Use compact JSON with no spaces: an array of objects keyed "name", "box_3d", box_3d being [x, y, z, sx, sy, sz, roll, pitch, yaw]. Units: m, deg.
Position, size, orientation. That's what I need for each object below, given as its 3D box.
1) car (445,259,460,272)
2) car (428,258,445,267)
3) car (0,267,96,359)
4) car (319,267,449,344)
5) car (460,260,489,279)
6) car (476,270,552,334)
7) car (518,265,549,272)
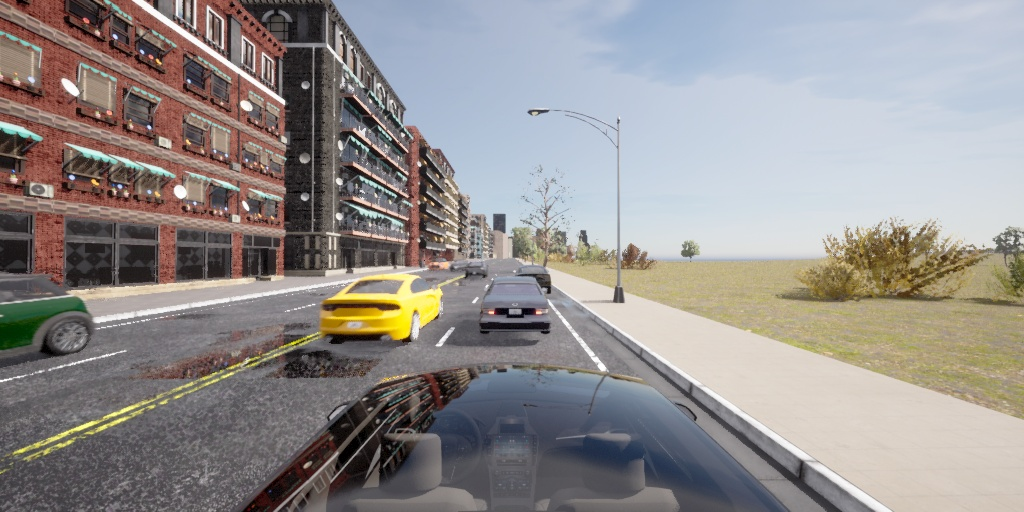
[{"name":"car","box_3d":[-6.664,1.242,45.377,2.128,1.511,4.902,0,0,0]},{"name":"car","box_3d":[-9.916,1.102,48.572,2.097,1.767,4.553,0,0,0]},{"name":"car","box_3d":[-9.857,1.102,5.564,2.097,1.767,4.553,0,0,0]},{"name":"car","box_3d":[-3.162,1.229,9.673,1.882,1.535,5.008,0,0,0]},{"name":"car","box_3d":[-3.197,1.244,33.089,2.128,1.511,4.902,0,0,0]},{"name":"car","box_3d":[0.089,1.299,10.597,2.033,1.411,5.357,0,0,0]},{"name":"car","box_3d":[1.109,1.230,20.361,1.882,1.535,5.008,0,0,0]}]
